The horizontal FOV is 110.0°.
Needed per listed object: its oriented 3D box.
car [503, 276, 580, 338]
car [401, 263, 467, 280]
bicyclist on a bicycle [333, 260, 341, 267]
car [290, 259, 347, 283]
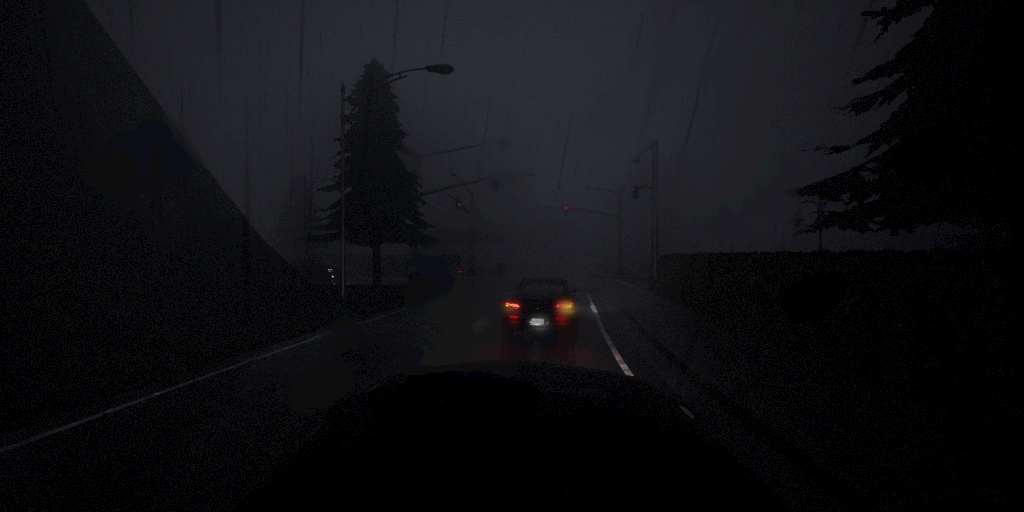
[{"bbox_3d":[0.927,1.276,10.119,1.812,1.442,4.674,0,0,9],"label":"car"},{"bbox_3d":[-6.565,1.297,30.373,5.357,1.411,2.033,0,0,8],"label":"car"},{"bbox_3d":[-17.340,1.203,35.410,0.582,1.620,1.656,0,0,8],"label":"bicyclist on a bicycle"},{"bbox_3d":[-15.324,1.102,27.986,4.553,1.767,2.097,0,0,9],"label":"car"}]
